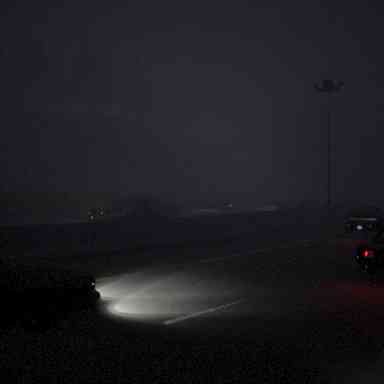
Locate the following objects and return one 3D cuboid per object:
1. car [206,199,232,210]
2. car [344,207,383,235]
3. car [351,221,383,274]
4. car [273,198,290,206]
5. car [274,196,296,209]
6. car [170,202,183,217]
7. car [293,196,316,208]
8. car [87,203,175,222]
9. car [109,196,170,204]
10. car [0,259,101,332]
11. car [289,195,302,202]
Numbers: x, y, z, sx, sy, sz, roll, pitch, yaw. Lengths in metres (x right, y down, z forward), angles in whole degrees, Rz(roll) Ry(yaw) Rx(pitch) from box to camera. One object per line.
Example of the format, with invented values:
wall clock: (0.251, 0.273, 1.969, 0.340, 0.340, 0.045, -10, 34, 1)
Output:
car: (3.971, 1.766, 47.325, 2.033, 1.411, 5.357, 0, 0, 31)
car: (10.025, 1.579, 18.549, 2.128, 1.511, 4.902, 0, 0, 41)
car: (6.635, 1.648, 9.760, 4.718, 1.301, 1.895, 0, 0, -44)
car: (16.521, 1.885, 61.238, 1.895, 1.301, 4.718, 0, 0, 31)
car: (14.344, 1.715, 50.931, 1.882, 1.535, 5.008, 0, 0, 31)
car: (-2.852, 1.632, 30.621, 2.128, 1.511, 4.902, 0, 0, 39)
car: (16.506, 1.701, 47.742, 1.882, 1.535, 5.008, 0, -1, 31)
car: (-3.537, 1.616, 19.639, 4.674, 1.442, 1.812, 0, 0, -44)
car: (-4.512, 1.329, 23.494, 2.150, 2.045, 5.566, 0, 0, 44)
car: (-4.272, 1.571, 5.128, 5.357, 1.411, 2.033, 0, 0, -36)
car: (26.083, 1.698, 84.001, 2.097, 1.767, 4.553, 0, 0, 31)
